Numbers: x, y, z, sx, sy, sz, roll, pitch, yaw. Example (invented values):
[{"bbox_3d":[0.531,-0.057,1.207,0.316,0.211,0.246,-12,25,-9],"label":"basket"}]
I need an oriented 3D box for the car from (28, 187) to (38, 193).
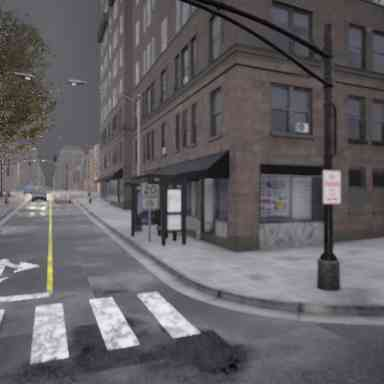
[{"bbox_3d":[-39.269,-0.459,82.196,1.887,1.381,4.507,2,0,-23],"label":"car"}]

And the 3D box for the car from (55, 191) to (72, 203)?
[{"bbox_3d":[-16.517,0.613,42.576,1.812,1.442,4.674,0,3,-23],"label":"car"}]

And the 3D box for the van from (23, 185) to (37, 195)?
[{"bbox_3d":[-31.850,-0.312,64.828,1.690,1.788,3.998,2,0,-23],"label":"van"}]

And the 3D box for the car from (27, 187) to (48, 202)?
[{"bbox_3d":[-20.205,0.485,44.112,2.033,1.411,5.357,0,3,-23],"label":"car"}]
